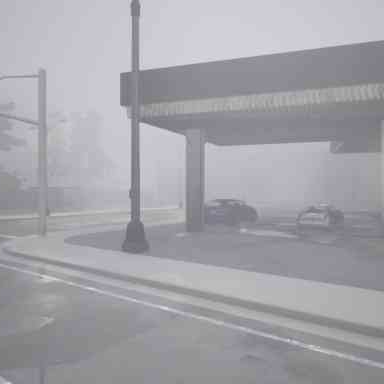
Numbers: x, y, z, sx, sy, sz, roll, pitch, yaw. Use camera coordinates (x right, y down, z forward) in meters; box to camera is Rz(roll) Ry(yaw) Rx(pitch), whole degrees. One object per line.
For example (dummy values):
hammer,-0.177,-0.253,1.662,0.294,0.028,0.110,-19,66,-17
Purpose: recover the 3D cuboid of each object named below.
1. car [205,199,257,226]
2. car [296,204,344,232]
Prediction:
car,2.648,1.295,22.587,2.242,1.667,4.611,0,0,37
car,7.722,1.456,19.787,1.970,1.475,3.806,0,0,37
